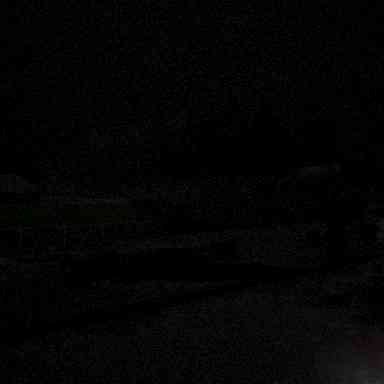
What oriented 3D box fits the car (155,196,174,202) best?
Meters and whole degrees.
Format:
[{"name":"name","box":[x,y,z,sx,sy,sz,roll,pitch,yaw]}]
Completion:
[{"name":"car","box":[-5.079,1.520,61.353,1.837,1.490,4.892,0,0,-35]}]

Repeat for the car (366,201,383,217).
[{"name":"car","box":[17.688,1.478,28.581,1.882,1.535,5.008,0,0,-35]}]

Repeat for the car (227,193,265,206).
[{"name":"car","box":[6.991,1.221,43.905,2.150,2.045,5.566,0,0,-35]}]
